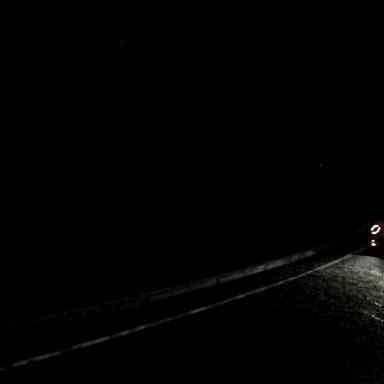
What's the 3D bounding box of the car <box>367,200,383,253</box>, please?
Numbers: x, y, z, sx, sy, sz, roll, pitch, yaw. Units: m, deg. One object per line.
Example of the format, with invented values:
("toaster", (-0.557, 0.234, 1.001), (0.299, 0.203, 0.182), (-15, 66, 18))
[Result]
("car", (8.074, 1.282, 12.311), (2.097, 1.767, 4.553), (1, 1, 40))
